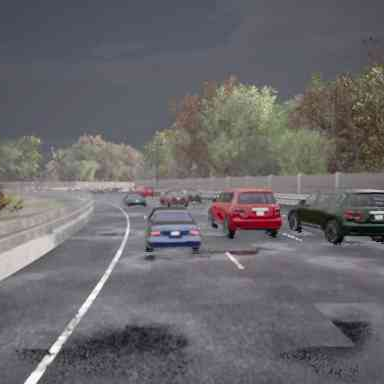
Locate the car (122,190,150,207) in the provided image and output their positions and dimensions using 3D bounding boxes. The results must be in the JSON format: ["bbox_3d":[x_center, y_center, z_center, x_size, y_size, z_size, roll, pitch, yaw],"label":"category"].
[{"bbox_3d":[-6.057,0.792,34.546,1.994,1.385,4.181,-1,1,-19],"label":"car"}]

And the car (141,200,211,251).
[{"bbox_3d":[-0.833,1.260,12.643,2.033,1.411,5.357,0,1,-7],"label":"car"}]

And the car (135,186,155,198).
[{"bbox_3d":[-8.190,-0.027,55.847,2.150,2.045,5.566,-1,1,-30],"label":"car"}]

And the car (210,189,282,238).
[{"bbox_3d":[2.274,0.863,15.541,2.150,2.045,5.566,0,1,-8],"label":"car"}]

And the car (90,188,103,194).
[{"bbox_3d":[-22.352,-0.184,78.048,2.033,1.411,5.357,-1,2,-31],"label":"car"}]

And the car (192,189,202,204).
[{"bbox_3d":[-0.561,0.453,39.739,2.097,1.767,4.553,-1,1,-21],"label":"car"}]

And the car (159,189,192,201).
[{"bbox_3d":[-1.918,0.602,33.262,2.097,1.767,4.553,-1,1,-18],"label":"car"}]

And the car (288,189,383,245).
[{"bbox_3d":[6.021,0.892,13.949,2.150,2.045,5.566,0,1,-7],"label":"car"}]
